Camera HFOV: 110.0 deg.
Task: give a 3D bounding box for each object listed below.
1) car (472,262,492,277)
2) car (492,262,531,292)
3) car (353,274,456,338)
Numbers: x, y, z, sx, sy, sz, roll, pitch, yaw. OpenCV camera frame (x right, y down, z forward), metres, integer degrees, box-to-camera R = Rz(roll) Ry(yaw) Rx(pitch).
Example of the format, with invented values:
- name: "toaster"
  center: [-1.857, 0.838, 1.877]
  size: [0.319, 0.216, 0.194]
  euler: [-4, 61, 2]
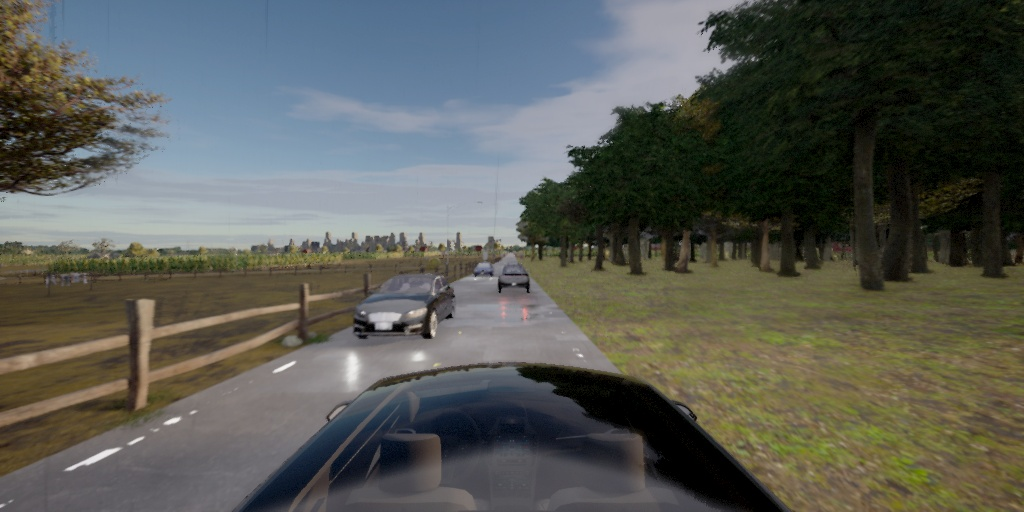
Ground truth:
- name: "car"
  center: [-2.823, 1.385, 36.784]
  size: [1.812, 1.442, 4.674]
  euler: [0, 0, 0]
- name: "car"
  center: [0.108, 1.326, 21.894]
  size: [2.128, 1.511, 4.902]
  euler: [0, 0, 0]
- name: "car"
  center: [-2.808, 1.282, 10.326]
  size: [2.128, 1.511, 4.902]
  euler: [0, 0, 0]
